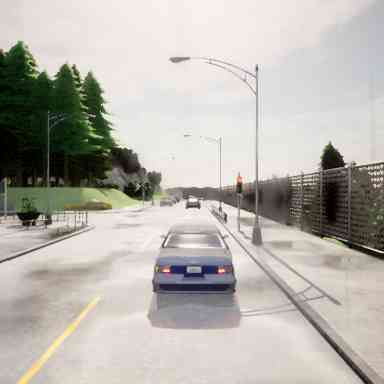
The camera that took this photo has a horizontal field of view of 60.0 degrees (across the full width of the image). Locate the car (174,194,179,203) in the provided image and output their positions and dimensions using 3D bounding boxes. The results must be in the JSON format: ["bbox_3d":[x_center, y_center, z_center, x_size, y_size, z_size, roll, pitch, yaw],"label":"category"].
[{"bbox_3d":[-3.949,1.526,62.383,1.812,1.442,4.674,0,0,1],"label":"car"}]

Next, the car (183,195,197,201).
[{"bbox_3d":[-0.489,1.540,81.824,2.033,1.411,5.357,0,0,-18],"label":"car"}]

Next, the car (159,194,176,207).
[{"bbox_3d":[-3.997,1.505,52.486,1.837,1.490,4.892,0,0,0],"label":"car"}]

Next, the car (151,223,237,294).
[{"bbox_3d":[0.063,1.547,8.936,2.033,1.411,5.357,0,0,1],"label":"car"}]

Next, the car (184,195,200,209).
[{"bbox_3d":[0.156,1.564,46.520,1.994,1.385,4.181,0,0,0],"label":"car"}]

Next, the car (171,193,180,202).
[{"bbox_3d":[-3.868,1.225,72.788,2.150,2.045,5.566,0,0,0],"label":"car"}]
